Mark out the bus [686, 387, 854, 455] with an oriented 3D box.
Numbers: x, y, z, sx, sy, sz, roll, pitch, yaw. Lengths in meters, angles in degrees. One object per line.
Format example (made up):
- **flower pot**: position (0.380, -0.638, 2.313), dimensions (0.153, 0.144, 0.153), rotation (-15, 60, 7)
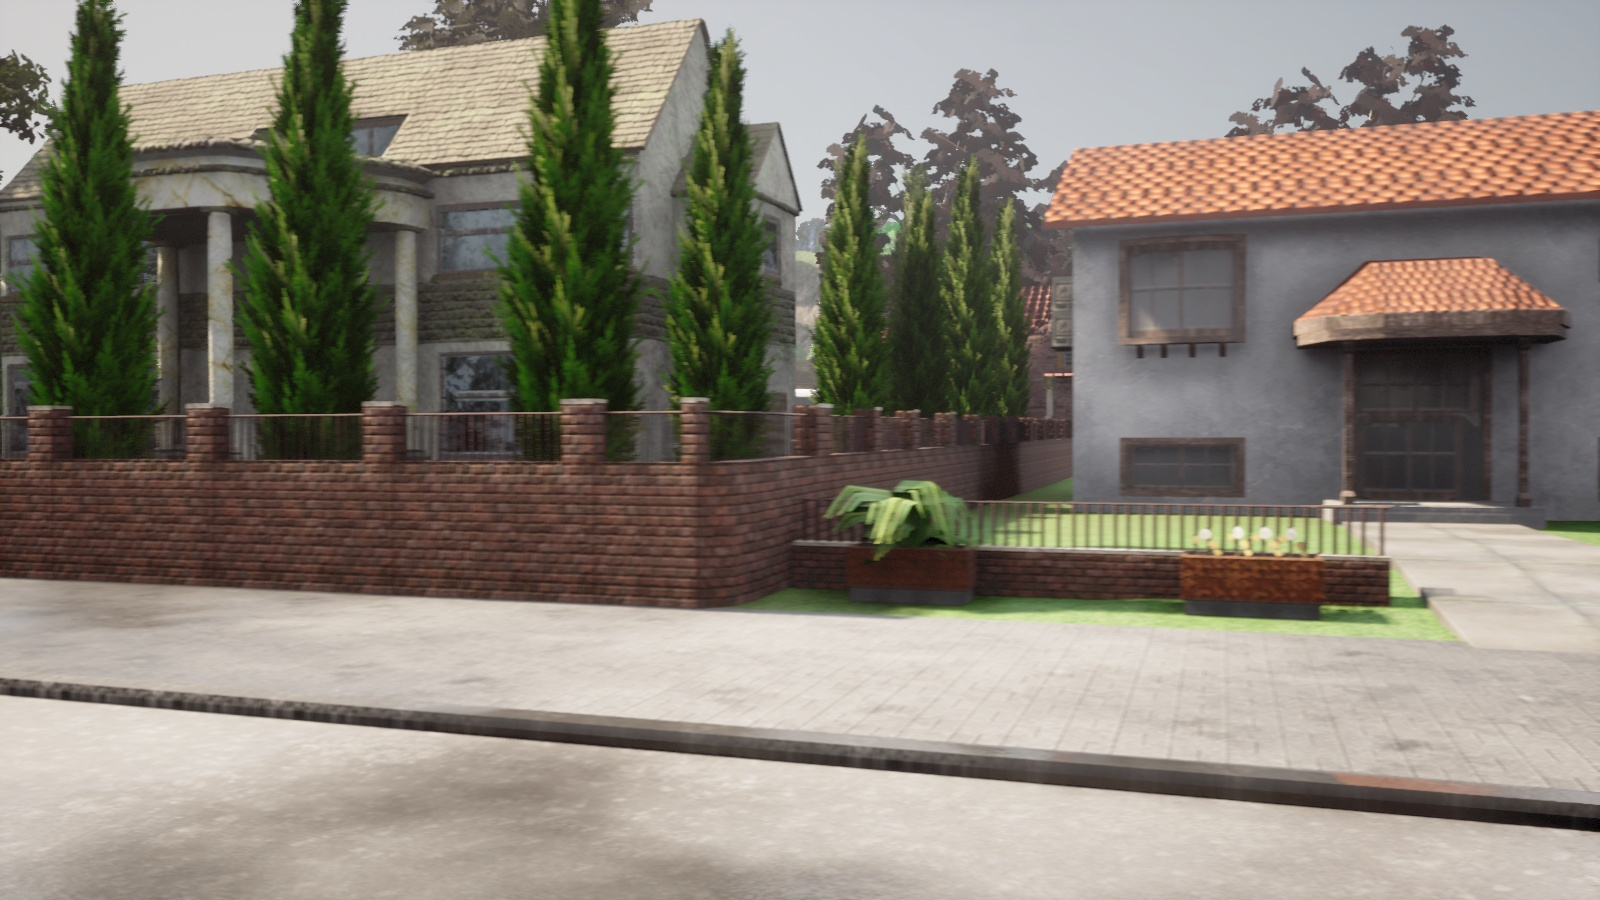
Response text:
- **bus**: position (-1.935, -1.877, 82.409), dimensions (10.273, 4.253, 3.944), rotation (1, 1, 19)
